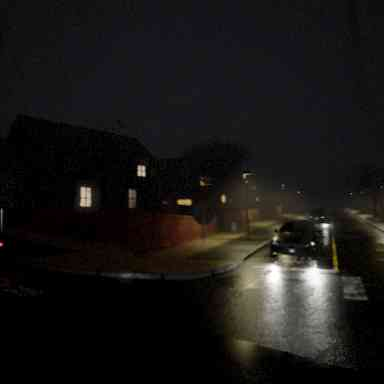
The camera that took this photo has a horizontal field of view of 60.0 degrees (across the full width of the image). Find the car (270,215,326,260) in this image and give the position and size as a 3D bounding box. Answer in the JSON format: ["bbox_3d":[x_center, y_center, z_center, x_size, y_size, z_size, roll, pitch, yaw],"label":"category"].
[{"bbox_3d":[4.665,1.976,14.594,1.812,1.442,4.674,-2,-2,24],"label":"car"}]

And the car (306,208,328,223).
[{"bbox_3d":[13.368,2.493,35.451,1.837,1.490,4.892,-2,-2,22],"label":"car"}]

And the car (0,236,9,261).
[{"bbox_3d":[-7.765,1.449,10.066,5.357,1.411,2.033,1,-1,32],"label":"car"}]
